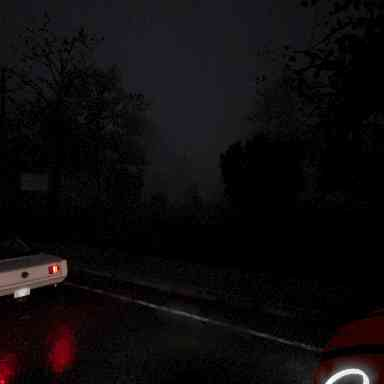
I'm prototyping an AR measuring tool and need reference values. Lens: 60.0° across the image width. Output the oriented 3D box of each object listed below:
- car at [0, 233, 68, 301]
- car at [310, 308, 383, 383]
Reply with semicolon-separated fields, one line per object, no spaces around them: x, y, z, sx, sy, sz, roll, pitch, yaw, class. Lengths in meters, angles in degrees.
-4.995;1.601;7.542;4.718;1.301;1.895;0;0;35;car
3.029;1.352;1.867;4.553;1.767;2.097;0;0;35;car
